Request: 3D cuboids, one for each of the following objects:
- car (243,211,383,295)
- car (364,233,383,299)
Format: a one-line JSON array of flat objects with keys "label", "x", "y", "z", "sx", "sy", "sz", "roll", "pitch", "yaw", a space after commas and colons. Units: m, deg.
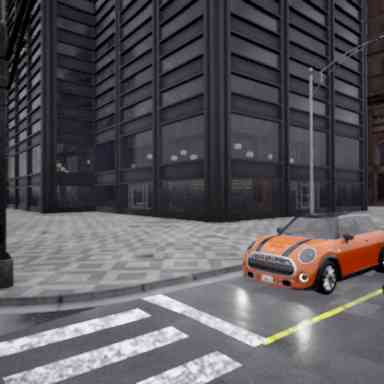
[{"label": "car", "x": 3.451, "y": 1.372, "z": 8.938, "sx": 4.553, "sy": 1.767, "sz": 2.097, "roll": 0, "pitch": 0, "yaw": -39}, {"label": "car", "x": 5.910, "y": 1.539, "z": 6.931, "sx": 5.357, "sy": 1.411, "sz": 2.033, "roll": 0, "pitch": 0, "yaw": -39}]
